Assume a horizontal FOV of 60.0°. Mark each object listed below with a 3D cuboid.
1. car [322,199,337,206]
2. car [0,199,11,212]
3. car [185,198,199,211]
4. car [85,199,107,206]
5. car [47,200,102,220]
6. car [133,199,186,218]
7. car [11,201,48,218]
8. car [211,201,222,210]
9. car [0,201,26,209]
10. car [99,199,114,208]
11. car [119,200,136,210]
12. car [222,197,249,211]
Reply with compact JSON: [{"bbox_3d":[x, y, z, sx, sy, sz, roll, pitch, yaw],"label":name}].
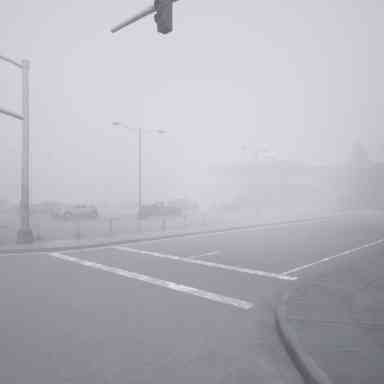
[{"bbox_3d":[30.693,2.325,72.357,4.611,1.667,2.242,-1,-1,44],"label":"car"},{"bbox_3d":[-24.685,1.806,43.465,1.905,1.878,3.866,-1,-1,44],"label":"car"},{"bbox_3d":[-1.148,1.732,44.905,1.932,1.855,4.605,-1,-1,44],"label":"car"},{"bbox_3d":[-22.258,2.500,76.923,2.007,1.523,4.514,-1,-1,44],"label":"car"},{"bbox_3d":[-10.639,1.720,30.353,1.970,1.475,3.806,-1,-1,44],"label":"car"},{"bbox_3d":[-3.107,1.783,32.880,2.007,1.523,4.514,-1,-1,44],"label":"car"},{"bbox_3d":[-15.480,1.721,34.578,2.152,1.636,5.027,-1,-1,44],"label":"car"},{"bbox_3d":[4.715,2.048,51.028,1.970,1.475,3.806,-1,-1,44],"label":"car"},{"bbox_3d":[-33.036,2.392,61.456,1.970,1.475,3.806,-1,-1,44],"label":"car"},{"bbox_3d":[-16.774,2.243,61.035,1.845,1.501,3.633,-1,-1,44],"label":"car"},{"bbox_3d":[-9.614,2.095,54.065,2.007,1.523,4.514,-1,-1,44],"label":"car"},{"bbox_3d":[6.681,1.719,48.283,1.905,1.878,3.866,-1,-1,44],"label":"car"}]
